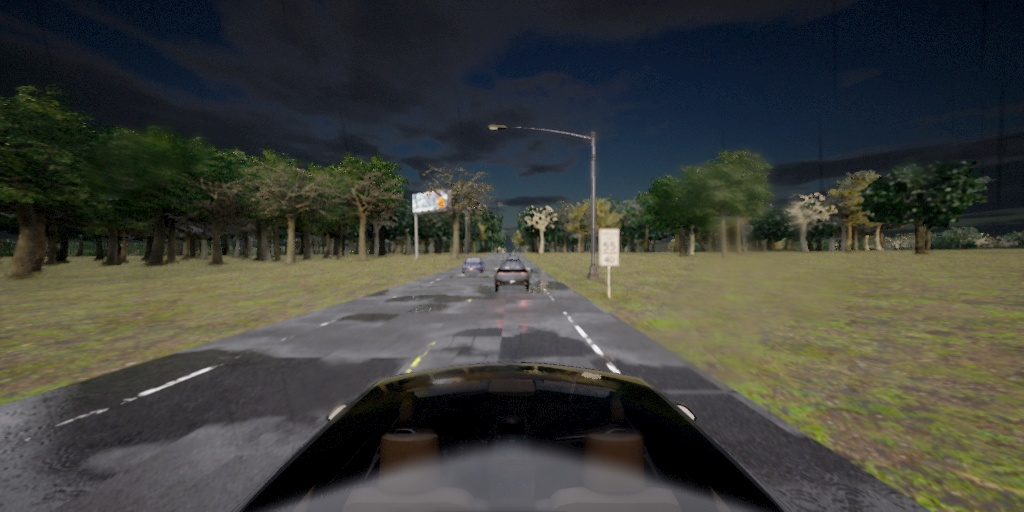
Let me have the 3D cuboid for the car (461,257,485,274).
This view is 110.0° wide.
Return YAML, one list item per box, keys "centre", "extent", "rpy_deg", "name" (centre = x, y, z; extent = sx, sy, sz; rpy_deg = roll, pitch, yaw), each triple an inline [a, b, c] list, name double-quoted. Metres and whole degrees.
- centre: [-3.516, 0.829, 33.304]
  extent: [1.812, 1.442, 4.674]
  rpy_deg: [0, 1, 0]
  name: "car"

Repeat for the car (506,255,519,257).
- centre: [0.071, 0.678, 38.577]
  extent: [2.128, 1.511, 4.902]
  rpy_deg: [0, 1, 0]
  name: "car"

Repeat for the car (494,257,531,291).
- centre: [0.024, 1.024, 19.970]
  extent: [2.128, 1.511, 4.902]
  rpy_deg: [0, 1, 1]
  name: "car"
